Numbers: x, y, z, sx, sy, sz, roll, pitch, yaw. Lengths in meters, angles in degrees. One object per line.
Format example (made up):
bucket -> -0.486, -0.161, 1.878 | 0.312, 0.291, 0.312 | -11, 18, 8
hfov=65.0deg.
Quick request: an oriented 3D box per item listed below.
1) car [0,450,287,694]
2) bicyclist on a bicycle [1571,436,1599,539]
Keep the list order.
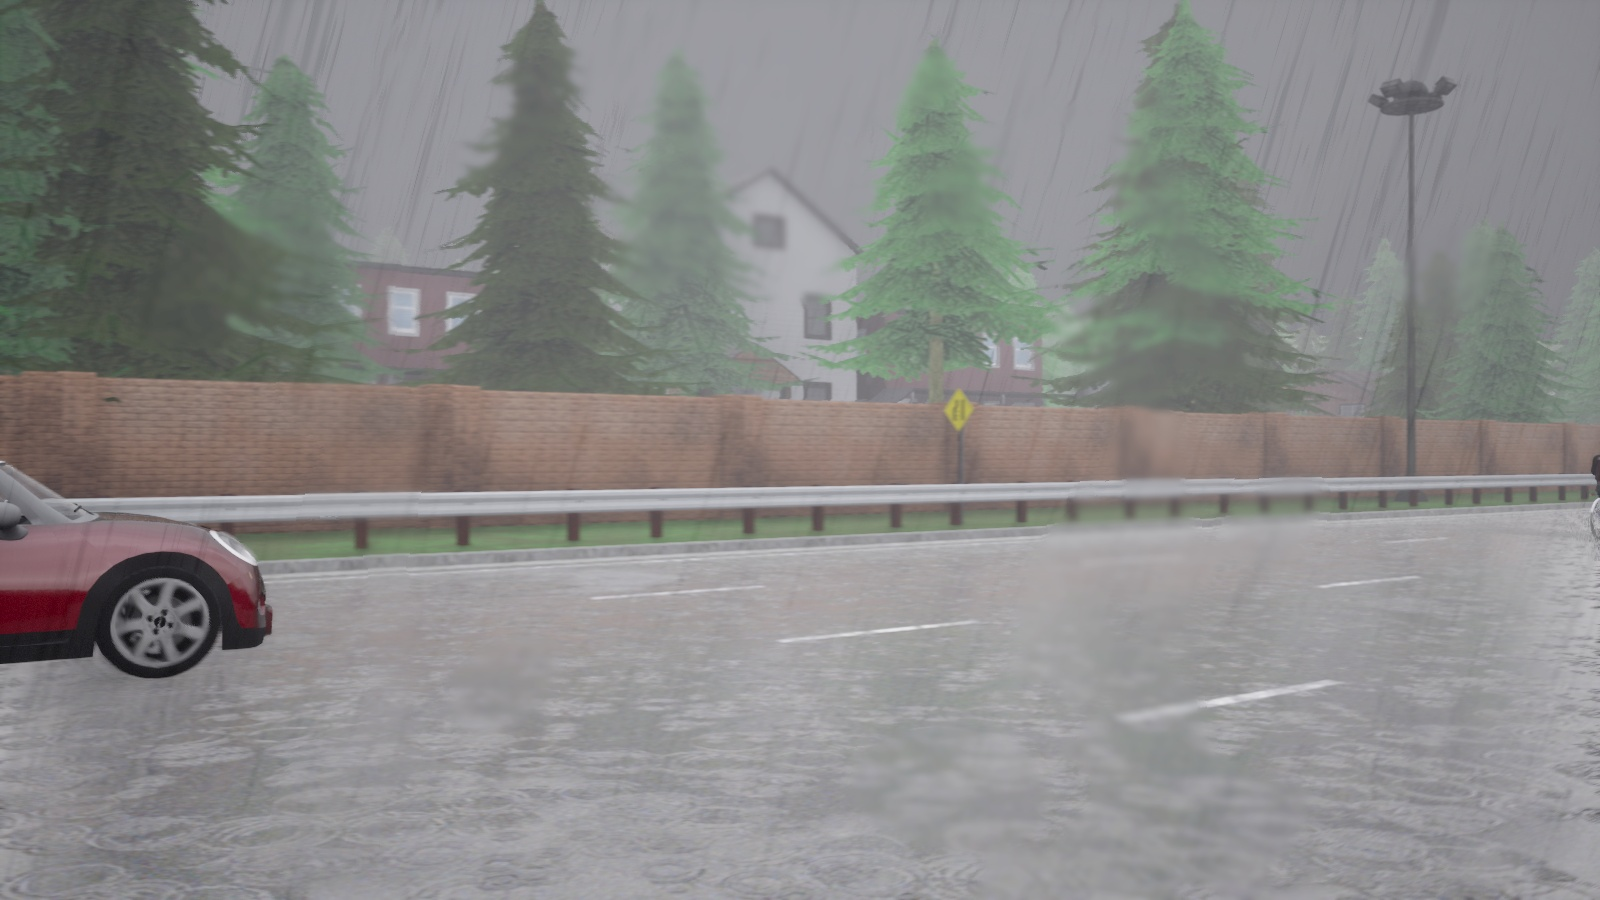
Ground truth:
car -> -5.619, 0.742, 8.276 | 3.806, 1.475, 1.970 | 0, 0, -35
bicyclist on a bicycle -> 14.447, 0.640, 22.244 | 1.843, 1.776, 0.659 | 0, 0, -35
